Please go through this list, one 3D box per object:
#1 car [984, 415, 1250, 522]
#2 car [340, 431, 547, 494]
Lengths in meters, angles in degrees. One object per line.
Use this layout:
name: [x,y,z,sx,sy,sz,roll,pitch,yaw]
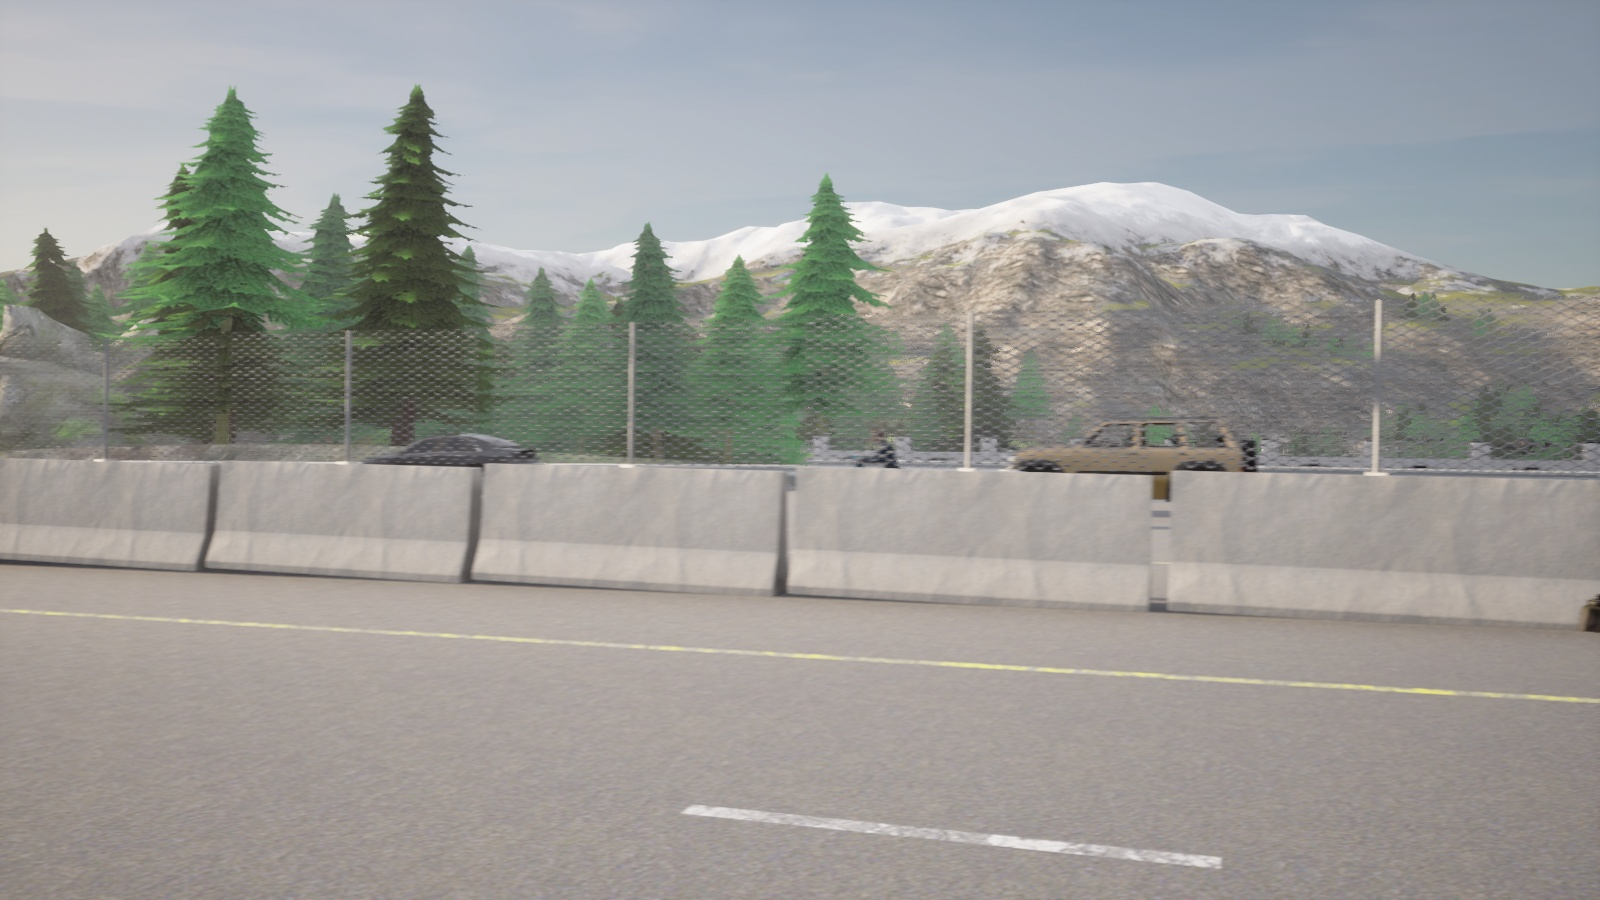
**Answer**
car: [5.886,0.291,23.356,4.605,1.855,1.932,0,1,18]
car: [-9.111,0.280,32.106,4.892,1.490,1.837,1,1,19]
